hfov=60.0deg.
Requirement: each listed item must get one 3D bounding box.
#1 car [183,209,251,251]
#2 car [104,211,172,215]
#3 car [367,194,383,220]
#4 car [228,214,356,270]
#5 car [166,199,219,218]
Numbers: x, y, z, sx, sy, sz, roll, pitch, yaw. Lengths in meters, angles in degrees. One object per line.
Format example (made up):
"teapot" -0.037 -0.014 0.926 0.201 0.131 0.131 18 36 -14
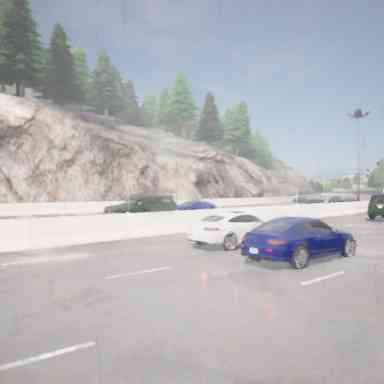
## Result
"car" 1.931 1.537 14.194 4.674 1.442 1.812 0 0 -39
"car" -3.551 1.254 23.500 5.566 2.045 2.150 0 0 -39
"car" 15.964 1.215 26.706 5.566 2.045 2.150 0 0 -45
"car" 3.597 1.530 11.052 4.674 1.442 1.812 0 0 -38
"car" 0.147 1.510 31.314 5.008 1.535 1.882 0 0 -42
